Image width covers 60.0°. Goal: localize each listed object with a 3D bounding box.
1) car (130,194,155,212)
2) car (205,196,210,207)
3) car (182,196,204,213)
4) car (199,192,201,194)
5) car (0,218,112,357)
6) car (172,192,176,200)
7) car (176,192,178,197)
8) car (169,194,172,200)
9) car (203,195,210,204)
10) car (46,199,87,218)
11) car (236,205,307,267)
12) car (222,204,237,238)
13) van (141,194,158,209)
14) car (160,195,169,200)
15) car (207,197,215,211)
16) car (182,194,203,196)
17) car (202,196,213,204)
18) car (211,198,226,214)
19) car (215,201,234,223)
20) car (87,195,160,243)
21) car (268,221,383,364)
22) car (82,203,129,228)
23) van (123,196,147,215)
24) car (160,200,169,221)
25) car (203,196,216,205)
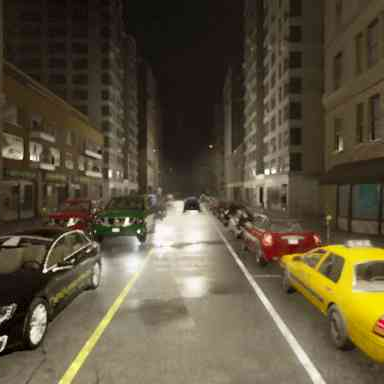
[{"bbox_3d":[-5.657,1.234,38.971,2.192,1.841,5.009,0,0,0],"label":"car"},{"bbox_3d":[2.868,1.500,38.968,1.802,1.307,4.206,0,0,0],"label":"car"},{"bbox_3d":[0.010,1.453,35.348,1.812,1.442,4.674,0,0,0],"label":"car"},{"bbox_3d":[2.876,1.281,66.597,1.967,1.590,4.097,0,0,0],"label":"car"},{"bbox_3d":[-3.088,1.496,6.241,1.837,1.490,4.892,0,0,0],"label":"car"},{"bbox_3d":[-5.644,1.325,83.008,1.752,1.417,4.829,0,0,0],"label":"car"},{"bbox_3d":[-5.642,1.337,88.703,2.008,1.369,4.403,0,0,0],"label":"car"},{"bbox_3d":[-5.649,1.283,66.600,1.967,1.590,4.097,0,0,0],"label":"car"},{"bbox_3d":[2.872,1.439,50.020,2.008,1.369,4.403,0,0,0],"label":"car"},{"bbox_3d":[-5.665,1.285,16.867,2.192,1.841,5.009,0,0,0],"label":"car"},{"bbox_3d":[2.859,1.420,11.338,1.967,1.590,4.097,0,0,0],"label":"car"},{"bbox_3d":[2.861,1.520,16.864,2.008,1.369,4.403,0,0,0],"label":"car"},{"bbox_3d":[-5.653,1.246,44.496,1.690,1.788,3.998,0,0,0],"label":"van"},{"bbox_3d":[-5.651,1.384,60.905,1.752,1.417,4.829,0,0,0],"label":"car"},{"bbox_3d":[2.867,1.482,33.442,2.008,1.369,4.403,0,0,0],"label":"car"},{"bbox_3d":[0.031,1.389,47.189,2.128,1.511,4.902,0,0,0],"label":"car"},{"bbox_3d":[2.875,1.439,61.072,1.802,1.307,4.206,0,0,0],"label":"car"},{"bbox_3d":[2.865,1.489,27.917,1.887,1.381,4.507,0,0,0],"label":"car"},{"bbox_3d":[2.863,1.523,22.390,1.947,1.339,4.313,0,0,0],"label":"car"},{"bbox_3d":[-3.080,1.193,16.328,2.150,2.045,5.566,0,0,1],"label":"car"},{"bbox_3d":[2.858,1.516,5.983,1.752,1.417,4.829,0,0,0],"label":"car"},{"bbox_3d":[-5.662,1.509,22.394,2.008,1.369,4.403,0,0,0],"label":"car"},{"bbox_3d":[-5.659,1.274,33.445,1.690,1.788,3.998,0,0,0],"label":"van"},{"bbox_3d":[-3.070,1.549,26.627,1.895,1.301,4.718,0,0,0],"label":"car"},{"bbox_3d":[2.873,1.423,55.546,2.008,1.369,4.403,0,0,0],"label":"car"}]
